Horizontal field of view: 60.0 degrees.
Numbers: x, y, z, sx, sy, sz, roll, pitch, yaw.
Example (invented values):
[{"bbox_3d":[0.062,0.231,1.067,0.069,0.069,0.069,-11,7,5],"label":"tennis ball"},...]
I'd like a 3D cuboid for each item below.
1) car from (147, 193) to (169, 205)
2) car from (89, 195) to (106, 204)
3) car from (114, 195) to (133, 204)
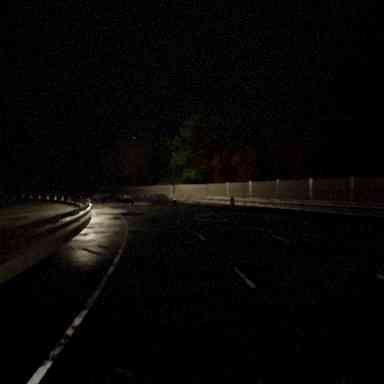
[{"bbox_3d":[-5.188,0.982,49.803,2.097,1.767,4.553,0,1,-26],"label":"car"},{"bbox_3d":[-15.127,1.147,53.431,1.812,1.442,4.674,0,0,-31],"label":"car"},{"bbox_3d":[-10.963,1.179,53.219,1.994,1.385,4.181,0,0,-29],"label":"car"}]
